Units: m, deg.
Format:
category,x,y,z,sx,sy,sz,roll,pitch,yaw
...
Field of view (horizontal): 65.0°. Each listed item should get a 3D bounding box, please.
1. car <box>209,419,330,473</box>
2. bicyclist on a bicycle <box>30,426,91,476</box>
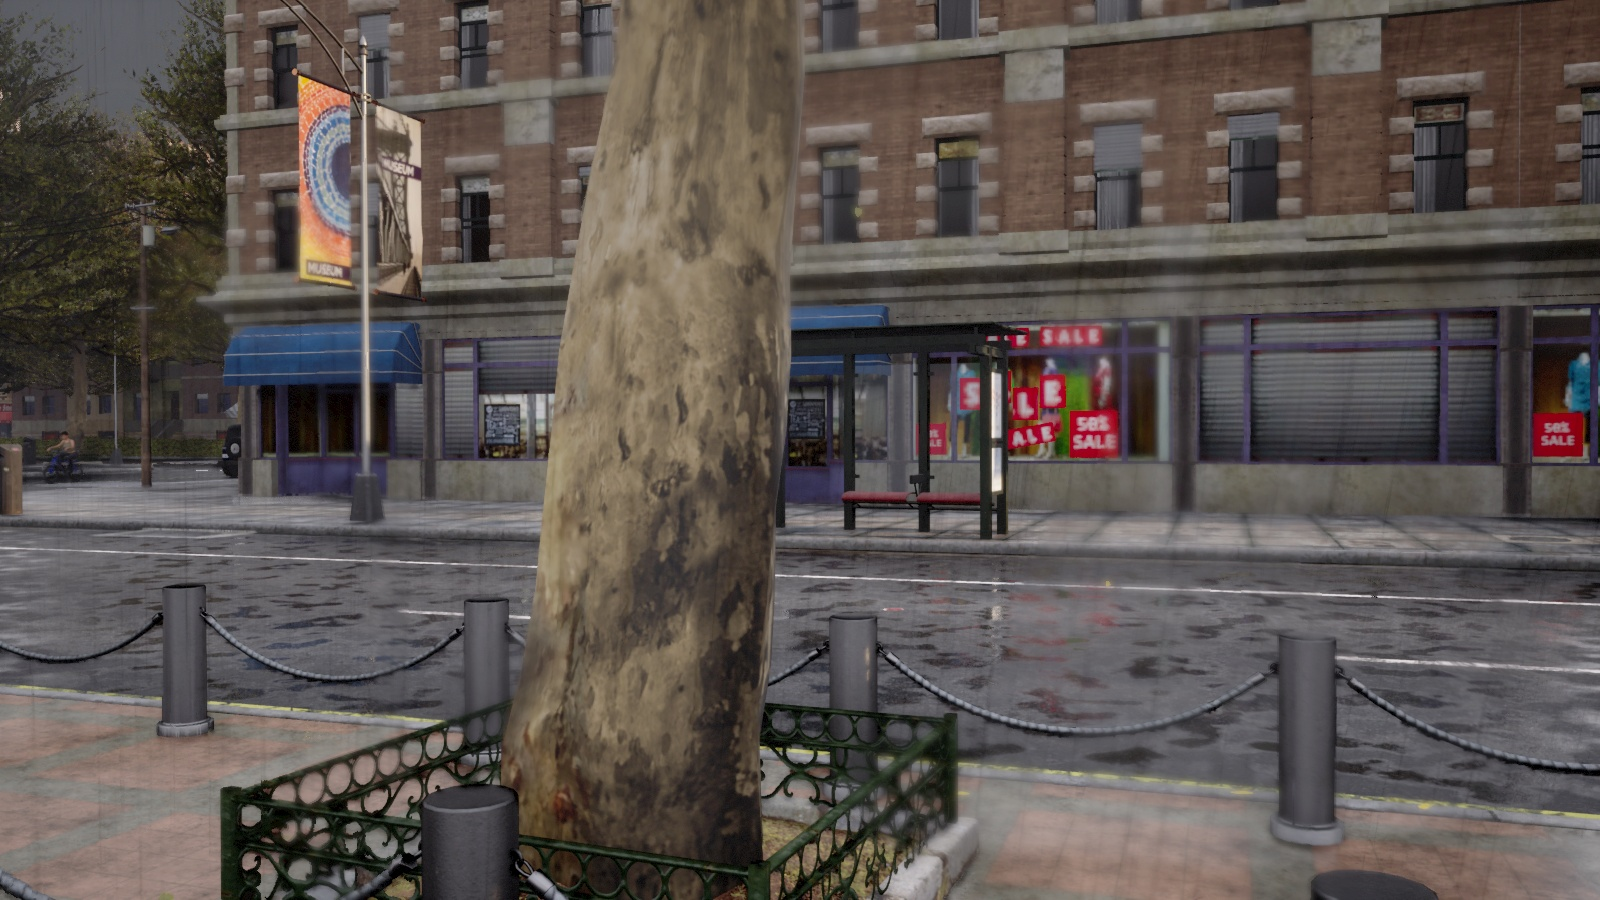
category,x,y,z,sx,sy,sz,roll,pitch,yaw
car,-19.016,-0.172,45.197,1.905,1.878,3.866,1,1,18
bicyclist on a bicycle,-24.079,0.017,40.930,0.866,1.612,1.509,0,1,17
